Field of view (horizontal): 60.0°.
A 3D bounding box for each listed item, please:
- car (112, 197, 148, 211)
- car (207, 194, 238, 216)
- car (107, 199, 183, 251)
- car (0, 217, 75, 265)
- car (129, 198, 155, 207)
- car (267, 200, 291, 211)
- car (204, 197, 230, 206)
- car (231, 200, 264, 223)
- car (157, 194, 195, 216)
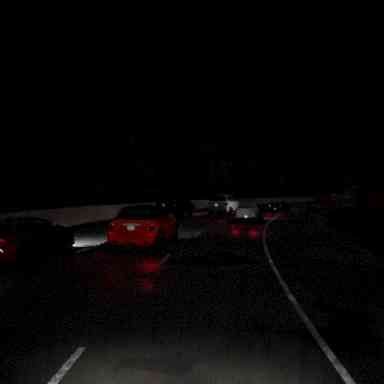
[{"bbox_3d":[-7.866,1.492,42.857,2.128,1.511,4.902,0,0,25],"label":"car"},{"bbox_3d":[3.209,1.252,32.836,2.150,2.045,5.566,0,0,22],"label":"car"},{"bbox_3d":[-1.937,1.355,14.437,2.097,1.767,4.553,0,0,9],"label":"car"},{"bbox_3d":[-5.883,1.552,11.685,1.994,1.385,4.181,0,0,8],"label":"car"},{"bbox_3d":[-7.626,1.572,51.214,1.994,1.385,4.181,0,0,27],"label":"car"},{"bbox_3d":[10.714,1.661,40.630,1.895,1.301,4.718,0,0,28],"label":"car"},{"bbox_3d":[4.376,1.597,57.466,2.033,1.411,5.357,0,0,35],"label":"car"},{"bbox_3d":[4.557,1.557,26.152,1.812,1.442,4.674,0,0,17],"label":"car"},{"bbox_3d":[-1.511,1.235,30.194,2.150,2.045,5.566,0,0,19],"label":"car"}]
